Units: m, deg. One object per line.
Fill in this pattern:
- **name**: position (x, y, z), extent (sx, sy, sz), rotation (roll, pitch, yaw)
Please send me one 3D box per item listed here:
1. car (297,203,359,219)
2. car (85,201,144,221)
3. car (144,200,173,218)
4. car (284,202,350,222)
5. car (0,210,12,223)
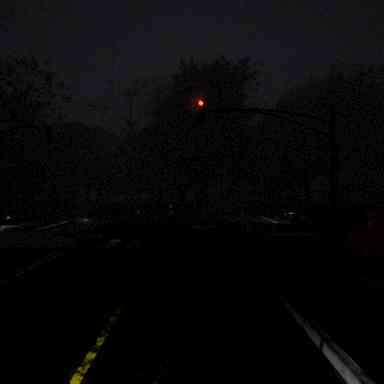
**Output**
- **car**: position (12.013, 1.656, 29.620), extent (4.718, 1.301, 1.895), rotation (0, 0, 0)
- **car**: position (-6.202, 1.549, 26.303), extent (4.181, 1.385, 1.994), rotation (0, 0, 0)
- **car**: position (-4.122, 1.488, 29.563), extent (4.902, 1.511, 2.128), rotation (0, 0, 0)
- **car**: position (9.788, 1.548, 26.295), extent (4.892, 1.490, 1.837), rotation (0, 0, -2)
- **car**: position (-14.901, 1.472, 22.823), extent (4.674, 1.442, 1.812), rotation (0, 0, 0)
